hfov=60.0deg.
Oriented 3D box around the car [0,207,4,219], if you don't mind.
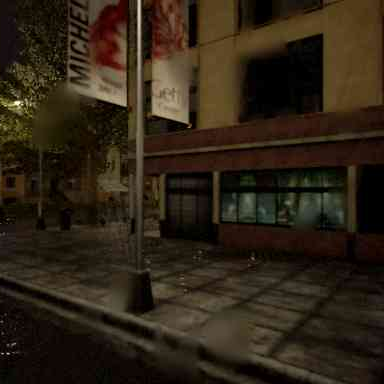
[{"bbox_3d":[-16.354,1.516,23.898,1.882,1.535,5.008,0,0,42],"label":"car"}]
